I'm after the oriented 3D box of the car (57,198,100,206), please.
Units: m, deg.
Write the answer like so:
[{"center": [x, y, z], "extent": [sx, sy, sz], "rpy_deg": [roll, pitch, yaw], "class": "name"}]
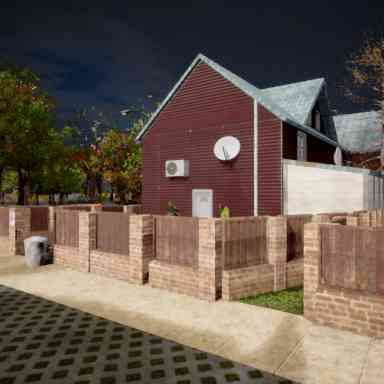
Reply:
[{"center": [-10.695, 1.427, 30.857], "extent": [2.097, 1.767, 4.553], "rpy_deg": [0, 0, 35], "class": "car"}]
